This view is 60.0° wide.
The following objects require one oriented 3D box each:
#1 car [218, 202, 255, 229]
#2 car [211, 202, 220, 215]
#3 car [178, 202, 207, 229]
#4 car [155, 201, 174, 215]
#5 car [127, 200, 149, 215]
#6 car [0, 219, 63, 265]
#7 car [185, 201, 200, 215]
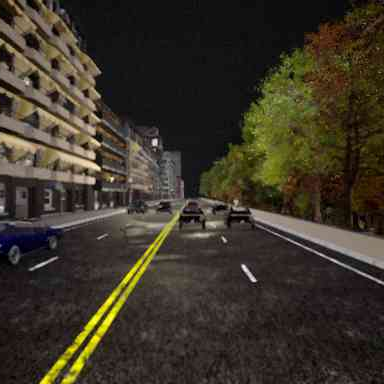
[{"bbox_3d":[3.273,1.725,23.907,2.128,1.511,4.902,0,-1,0],"label":"car"},{"bbox_3d":[3.324,1.887,40.078,2.128,1.511,4.902,0,0,0],"label":"car"},{"bbox_3d":[0.023,1.725,23.908,2.128,1.511,4.902,0,-1,0],"label":"car"},{"bbox_3d":[-3.245,1.904,39.963,1.837,1.490,4.892,0,-1,0],"label":"car"},{"bbox_3d":[-6.494,1.744,40.181,2.097,1.767,4.553,0,0,0],"label":"car"},{"bbox_3d":[-6.545,1.720,12.221,1.895,1.301,4.718,0,-1,0],"label":"car"},{"bbox_3d":[0.081,1.929,41.105,1.812,1.442,4.674,0,0,0],"label":"car"}]
